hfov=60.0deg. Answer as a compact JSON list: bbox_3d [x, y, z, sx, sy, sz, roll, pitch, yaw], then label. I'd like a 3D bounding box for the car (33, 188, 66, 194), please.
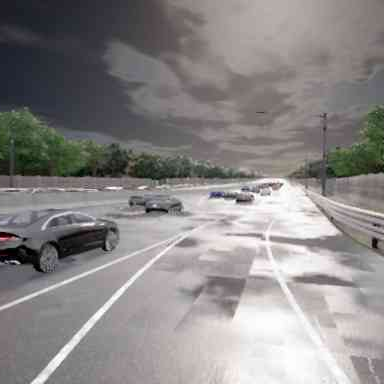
[{"bbox_3d":[-20.878,0.176,48.999,2.033,1.411,5.357,1,1,18],"label":"car"}]

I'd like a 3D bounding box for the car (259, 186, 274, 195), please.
[{"bbox_3d":[16.828,-0.043,75.437,1.812,1.442,4.674,1,2,17],"label":"car"}]

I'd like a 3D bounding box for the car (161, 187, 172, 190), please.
[{"bbox_3d":[-5.208,-0.103,63.584,2.097,1.767,4.553,1,1,18],"label":"car"}]

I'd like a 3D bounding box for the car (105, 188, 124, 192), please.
[{"bbox_3d":[-10.065,0.320,48.367,1.837,1.490,4.892,1,1,18],"label":"car"}]

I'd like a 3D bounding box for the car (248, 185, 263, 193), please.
[{"bbox_3d":[16.552,-0.471,86.378,2.033,1.411,5.357,1,2,17],"label":"car"}]

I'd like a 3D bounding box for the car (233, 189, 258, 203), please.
[{"bbox_3d":[7.247,0.730,44.921,1.994,1.385,4.181,1,1,18],"label":"car"}]

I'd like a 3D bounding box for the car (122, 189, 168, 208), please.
[{"bbox_3d":[-4.300,0.756,31.756,2.128,1.511,4.902,1,1,18],"label":"car"}]

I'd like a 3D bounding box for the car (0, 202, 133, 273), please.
[{"bbox_3d":[-3.980,1.232,9.880,2.128,1.511,4.902,1,1,18],"label":"car"}]

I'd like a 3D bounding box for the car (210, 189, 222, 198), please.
[{"bbox_3d":[4.661,0.259,59.966,1.882,1.535,5.008,1,2,17],"label":"car"}]

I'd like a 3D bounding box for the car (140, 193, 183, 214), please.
[{"bbox_3d":[-2.184,0.967,26.909,1.994,1.385,4.181,1,1,18],"label":"car"}]

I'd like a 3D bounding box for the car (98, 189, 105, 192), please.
[{"bbox_3d":[-16.072,-0.030,64.044,1.895,1.301,4.718,1,1,18],"label":"car"}]

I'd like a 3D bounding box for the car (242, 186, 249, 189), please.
[{"bbox_3d":[15.318,-0.991,94.256,2.097,1.767,4.553,1,2,17],"label":"car"}]

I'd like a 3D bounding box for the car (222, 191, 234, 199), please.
[{"bbox_3d":[6.808,0.535,55.138,1.895,1.301,4.718,1,1,17],"label":"car"}]
